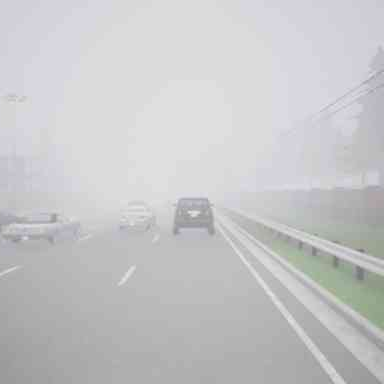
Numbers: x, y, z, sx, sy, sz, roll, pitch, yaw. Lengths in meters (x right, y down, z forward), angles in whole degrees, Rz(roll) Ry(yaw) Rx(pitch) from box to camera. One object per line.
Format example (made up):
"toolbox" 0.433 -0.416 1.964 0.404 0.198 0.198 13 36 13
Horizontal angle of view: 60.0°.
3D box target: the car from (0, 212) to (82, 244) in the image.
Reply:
"car" -6.904 1.631 15.993 1.895 1.301 4.718 0 0 0

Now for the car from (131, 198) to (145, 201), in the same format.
"car" -6.914 1.559 42.758 1.882 1.535 5.008 0 0 0

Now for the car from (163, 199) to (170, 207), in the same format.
"car" -3.416 1.701 52.446 1.895 1.301 4.718 0 0 0

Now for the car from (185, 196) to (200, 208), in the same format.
"car" 0.085 1.451 51.452 2.097 1.767 4.553 0 0 0

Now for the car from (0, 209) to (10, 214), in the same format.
"car" -10.405 1.579 17.191 2.033 1.411 5.357 0 0 0

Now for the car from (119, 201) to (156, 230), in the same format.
"car" -3.405 1.566 21.148 1.812 1.442 4.674 0 0 0

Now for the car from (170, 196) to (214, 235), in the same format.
"car" 0.095 1.260 19.363 2.150 2.045 5.566 0 0 0
